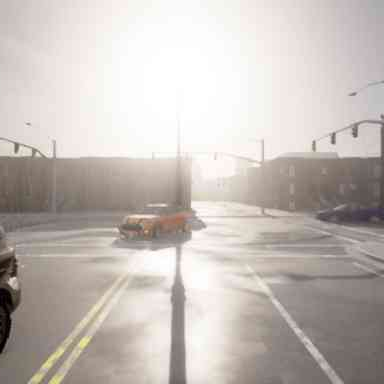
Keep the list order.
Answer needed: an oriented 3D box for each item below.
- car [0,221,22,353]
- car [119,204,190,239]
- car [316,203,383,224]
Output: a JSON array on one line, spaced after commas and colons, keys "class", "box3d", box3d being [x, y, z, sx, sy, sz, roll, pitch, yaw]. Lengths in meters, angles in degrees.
[{"class": "car", "box3d": [-3.659, 1.242, 2.872, 2.150, 2.045, 5.566, 0, -1, -1]}, {"class": "car", "box3d": [-1.954, 1.465, 18.288, 2.097, 1.767, 4.553, 0, 0, 28]}, {"class": "car", "box3d": [12.250, 1.636, 25.799, 5.008, 1.535, 1.882, 0, 0, 0]}]
